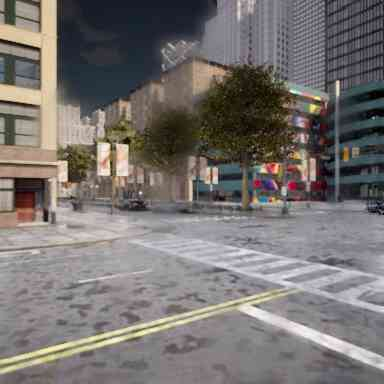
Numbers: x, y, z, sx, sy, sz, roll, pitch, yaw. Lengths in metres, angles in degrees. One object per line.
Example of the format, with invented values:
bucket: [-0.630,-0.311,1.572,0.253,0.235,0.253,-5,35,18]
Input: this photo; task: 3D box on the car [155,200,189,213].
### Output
car: [-2.276,1.605,37.815,1.895,1.301,4.718,0,0,-36]

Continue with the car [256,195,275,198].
car: [16.326,1.331,71.999,2.002,1.452,4.674,0,0,-36]

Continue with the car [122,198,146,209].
car: [-8.076,1.568,45.907,1.994,1.385,4.181,0,0,-37]

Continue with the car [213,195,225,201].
car: [5.856,1.424,79.492,2.161,1.482,4.786,0,0,-36]

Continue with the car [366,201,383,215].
car: [19.766,1.359,32.790,4.553,1.767,2.097,0,0,12]
